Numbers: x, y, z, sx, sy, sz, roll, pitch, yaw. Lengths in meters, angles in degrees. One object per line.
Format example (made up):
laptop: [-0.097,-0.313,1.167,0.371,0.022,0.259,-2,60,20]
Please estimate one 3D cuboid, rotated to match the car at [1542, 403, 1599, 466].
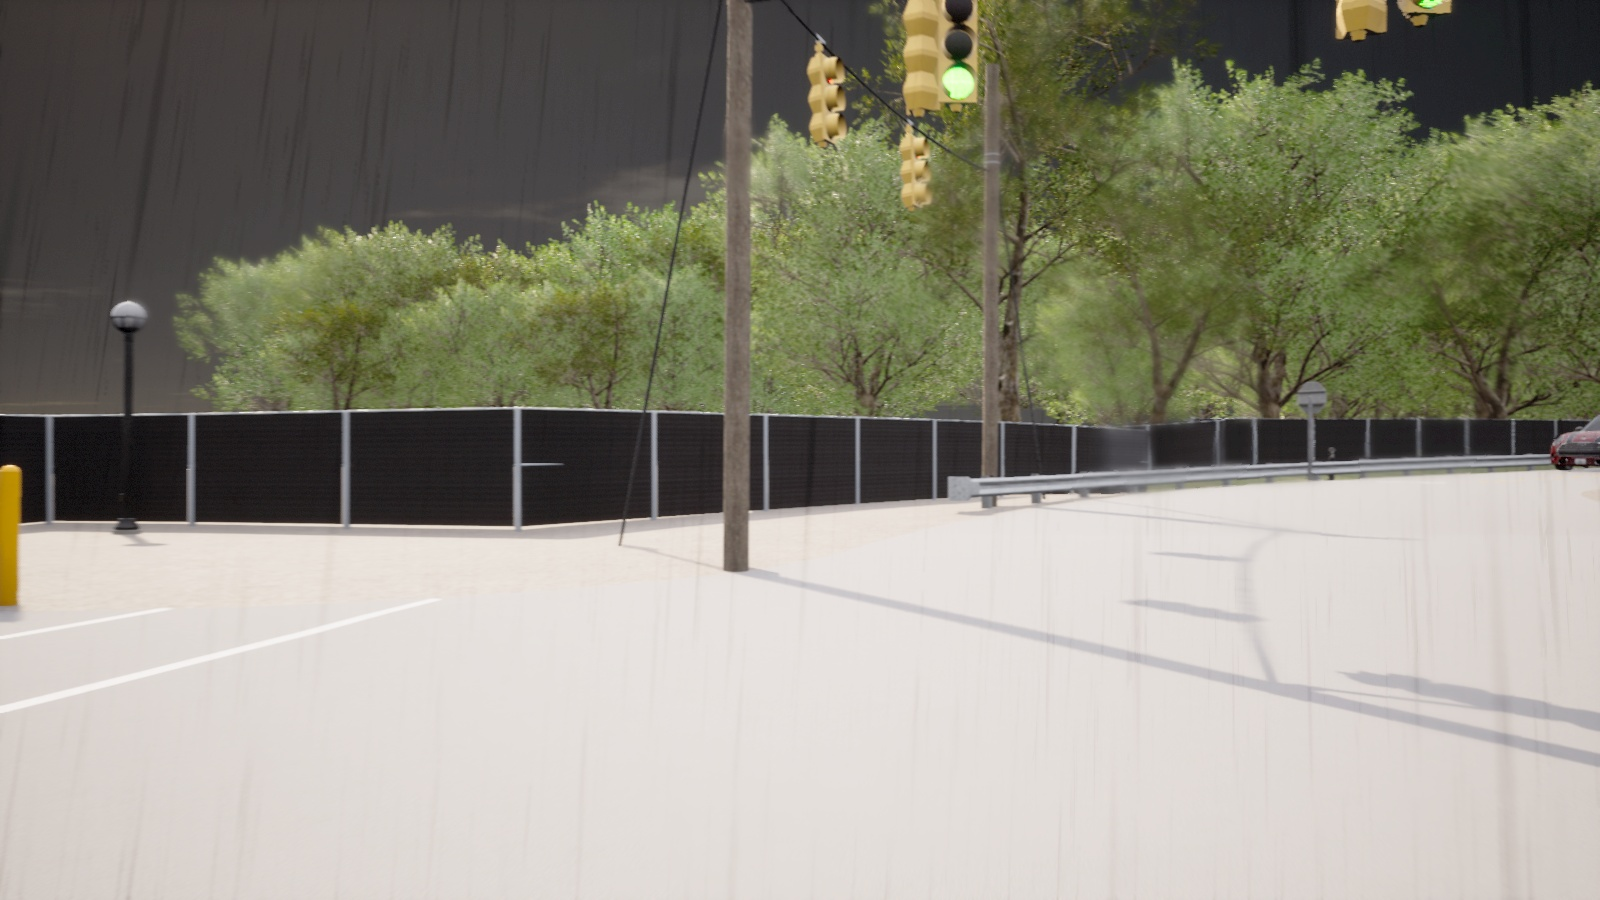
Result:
car: [24.061,-0.489,36.723,4.553,1.767,2.097,-2,0,-30]
